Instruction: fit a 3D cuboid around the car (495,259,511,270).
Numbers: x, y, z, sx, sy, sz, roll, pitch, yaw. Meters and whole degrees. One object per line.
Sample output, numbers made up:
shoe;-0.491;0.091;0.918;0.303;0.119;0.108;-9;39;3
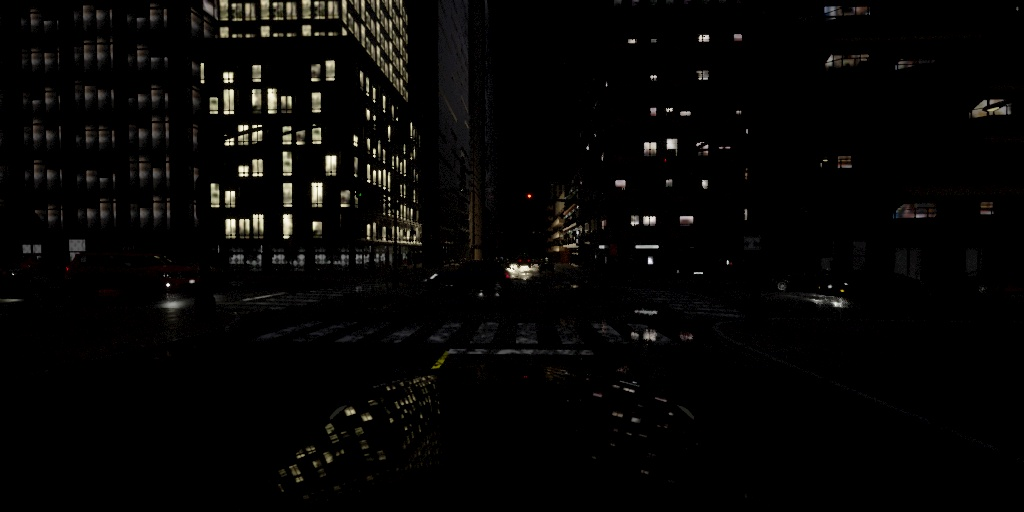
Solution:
car;-1.287;1.227;54.658;2.128;1.511;4.902;0;0;2

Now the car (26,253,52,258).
car;-32.893;0.712;23.909;5.009;1.841;2.192;0;0;3

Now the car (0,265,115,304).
car;-19.868;1.204;14.915;4.403;1.370;2.007;0;0;3

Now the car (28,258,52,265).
car;-26.531;1.023;20.994;4.674;1.442;1.812;1;1;3

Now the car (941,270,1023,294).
car;28.029;1.461;20.945;4.507;1.381;1.888;0;0;3

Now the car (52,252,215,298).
car;-18.151;0.846;17.378;5.566;2.045;2.150;1;1;3

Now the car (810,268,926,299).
car;18.750;1.448;18.795;4.181;1.385;1.994;1;1;3

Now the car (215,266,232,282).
car;-20.960;1.029;23.292;4.829;1.417;1.751;0;0;3

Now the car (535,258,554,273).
car;4.072;1.288;42.411;2.007;1.370;4.403;0;0;2

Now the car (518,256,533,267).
car;2.207;0.955;63.523;2.150;2.045;5.566;0;0;2

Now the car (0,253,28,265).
car;-27.860;0.893;17.852;4.553;1.767;2.097;0;1;3

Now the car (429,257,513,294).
car;-2.244;1.096;19.834;4.553;1.767;2.097;0;0;3

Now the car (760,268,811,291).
car;16.976;1.375;21.483;4.403;1.370;2.007;0;0;3
